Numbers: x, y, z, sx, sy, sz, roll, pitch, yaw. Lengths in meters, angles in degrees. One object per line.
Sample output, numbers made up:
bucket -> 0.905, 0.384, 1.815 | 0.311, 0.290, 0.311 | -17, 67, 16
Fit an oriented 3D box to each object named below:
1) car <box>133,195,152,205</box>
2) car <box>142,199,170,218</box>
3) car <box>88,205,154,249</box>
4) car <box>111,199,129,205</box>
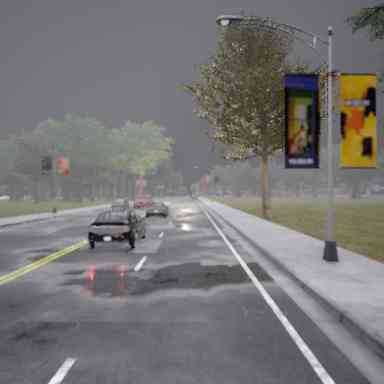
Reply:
car -> -6.616, 1.372, 45.703 | 2.150, 2.045, 5.566 | 0, 0, 0
car -> -3.171, 1.663, 31.308 | 1.994, 1.385, 4.181 | 0, 0, 0
car -> -3.159, 1.538, 14.829 | 2.128, 1.511, 4.902 | 0, 0, 0
car -> -9.861, 1.677, 46.040 | 1.812, 1.442, 4.674 | 0, 0, 0
